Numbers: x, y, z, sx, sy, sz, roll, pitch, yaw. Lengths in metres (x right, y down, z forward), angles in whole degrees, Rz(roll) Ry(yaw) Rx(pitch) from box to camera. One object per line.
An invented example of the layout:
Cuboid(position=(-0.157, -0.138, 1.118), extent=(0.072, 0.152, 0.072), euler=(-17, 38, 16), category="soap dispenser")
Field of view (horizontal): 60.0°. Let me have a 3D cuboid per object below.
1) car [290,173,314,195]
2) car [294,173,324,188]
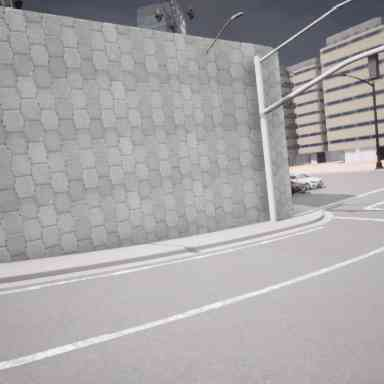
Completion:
Cuboid(position=(7.366, -0.462, 27.874), extent=(1.812, 1.442, 4.674), euler=(-10, 6, -35), category="car")
Cuboid(position=(9.718, -0.978, 30.517), extent=(1.812, 1.442, 4.674), euler=(-10, 6, -35), category="car")
